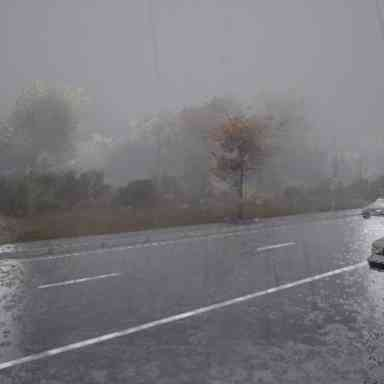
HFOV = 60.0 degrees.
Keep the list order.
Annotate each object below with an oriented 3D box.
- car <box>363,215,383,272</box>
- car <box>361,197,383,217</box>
[{"bbox_3d":[6.640,1.340,8.555,5.357,1.411,2.033,-2,1,-35],"label":"car"},{"bbox_3d":[13.059,1.029,21.890,4.674,1.442,1.812,-1,1,-35],"label":"car"}]
